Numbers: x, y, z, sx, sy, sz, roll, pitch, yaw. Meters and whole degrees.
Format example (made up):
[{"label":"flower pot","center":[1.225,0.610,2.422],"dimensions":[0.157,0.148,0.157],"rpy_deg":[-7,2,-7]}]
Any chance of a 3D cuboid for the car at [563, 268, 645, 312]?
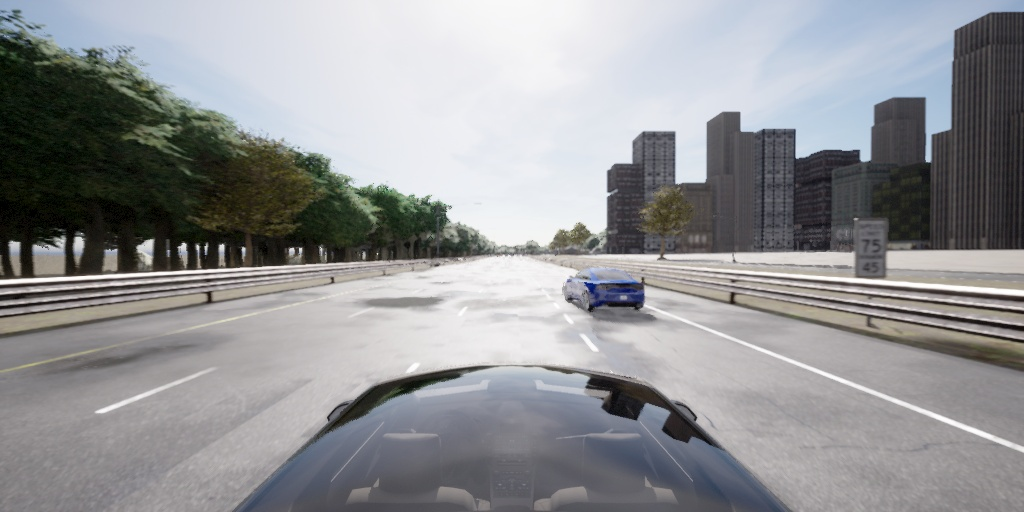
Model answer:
[{"label":"car","center":[3.414,1.195,14.134],"dimensions":[1.882,1.535,5.008],"rpy_deg":[1,0,-5]}]
